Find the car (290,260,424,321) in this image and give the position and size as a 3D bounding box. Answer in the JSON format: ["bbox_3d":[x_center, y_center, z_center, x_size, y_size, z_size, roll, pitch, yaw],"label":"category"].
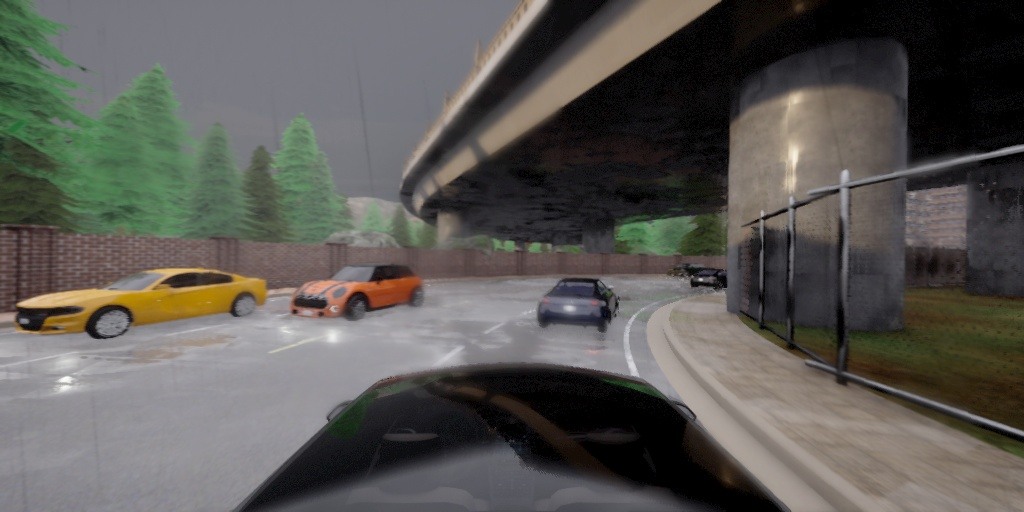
[{"bbox_3d":[-4.996,1.037,12.227,2.097,1.767,4.553,1,0,20],"label":"car"}]

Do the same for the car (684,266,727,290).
[{"bbox_3d":[14.736,1.633,25.698,4.181,1.385,1.994,1,0,-30],"label":"car"}]

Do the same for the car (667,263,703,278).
[{"bbox_3d":[19.626,1.542,40.128,4.553,1.767,2.097,1,0,-24],"label":"car"}]

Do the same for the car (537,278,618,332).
[{"bbox_3d":[2.218,1.376,11.380,1.994,1.385,4.181,1,0,20],"label":"car"}]

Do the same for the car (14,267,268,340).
[{"bbox_3d":[-9.358,1.079,9.750,1.882,1.535,5.008,1,0,14],"label":"car"}]
